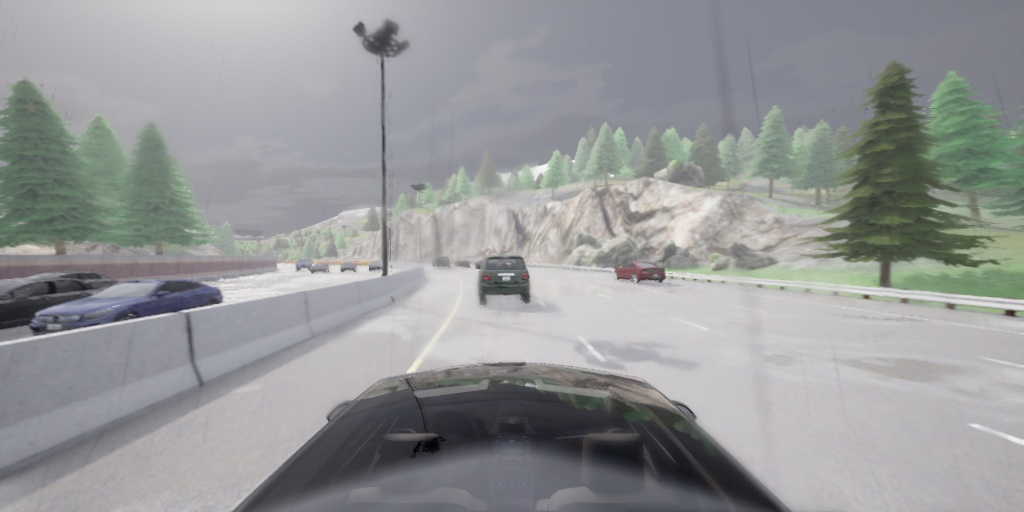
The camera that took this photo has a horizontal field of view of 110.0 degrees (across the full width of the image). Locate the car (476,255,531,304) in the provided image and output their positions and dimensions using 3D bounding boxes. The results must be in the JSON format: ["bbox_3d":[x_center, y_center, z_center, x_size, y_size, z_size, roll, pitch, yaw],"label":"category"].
[{"bbox_3d":[-0.472,0.976,16.639,2.150,2.045,5.566,0,0,-5],"label":"car"}]

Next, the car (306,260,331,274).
[{"bbox_3d":[-25.689,1.604,48.213,2.033,1.411,5.357,-1,0,-19],"label":"car"}]

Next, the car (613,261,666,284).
[{"bbox_3d":[8.981,1.119,25.706,1.882,1.535,5.008,0,0,-9],"label":"car"}]

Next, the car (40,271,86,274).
[{"bbox_3d":[-22.056,1.519,17.421,1.837,1.490,4.892,-1,0,-7],"label":"car"}]

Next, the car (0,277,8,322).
[{"bbox_3d":[-17.877,1.469,9.670,1.837,1.490,4.892,-1,0,-3],"label":"car"}]

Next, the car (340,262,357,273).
[{"bbox_3d":[-22.529,1.523,49.621,1.837,1.490,4.892,-1,0,-19],"label":"car"}]

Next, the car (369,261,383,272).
[{"bbox_3d":[-19.644,1.461,51.946,1.882,1.535,5.008,-1,0,-20],"label":"car"}]

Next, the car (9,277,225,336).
[{"bbox_3d":[-10.912,1.406,10.749,1.812,1.442,4.674,-1,0,-4],"label":"car"}]

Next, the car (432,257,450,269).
[{"bbox_3d":[-12.471,1.119,62.974,2.150,2.045,5.566,0,0,-25],"label":"car"}]

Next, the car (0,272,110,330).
[{"bbox_3d":[-14.411,1.428,10.430,1.837,1.490,4.892,0,0,-4],"label":"car"}]

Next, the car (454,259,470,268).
[{"bbox_3d":[-8.831,1.332,63.328,1.882,1.535,5.008,0,0,-23],"label":"car"}]
